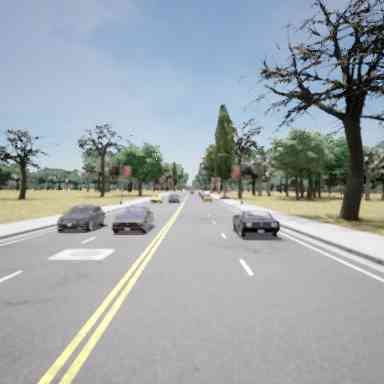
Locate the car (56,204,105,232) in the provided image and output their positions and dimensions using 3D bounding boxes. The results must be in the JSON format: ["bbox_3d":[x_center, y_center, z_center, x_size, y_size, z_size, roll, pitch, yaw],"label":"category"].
[{"bbox_3d":[-6.591,1.529,20.295,1.837,1.490,4.892,0,0,0],"label":"car"}]

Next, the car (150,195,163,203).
[{"bbox_3d":[-6.507,1.247,60.991,1.882,1.535,5.008,0,1,1],"label":"car"}]

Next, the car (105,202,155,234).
[{"bbox_3d":[-3.343,1.571,19.819,2.033,1.411,5.357,0,0,0],"label":"car"}]

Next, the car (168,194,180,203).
[{"bbox_3d":[-3.262,1.121,61.087,2.097,1.767,4.553,0,1,1],"label":"car"}]

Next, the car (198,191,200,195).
[{"bbox_3d":[3.289,0.908,89.905,1.801,1.575,5.366,0,1,0],"label":"car"}]

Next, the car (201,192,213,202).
[{"bbox_3d":[3.279,1.158,67.909,1.801,1.575,5.366,0,1,0],"label":"car"}]

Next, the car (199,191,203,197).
[{"bbox_3d":[3.284,1.096,78.718,1.837,1.490,4.892,0,1,0],"label":"car"}]

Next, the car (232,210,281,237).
[{"bbox_3d":[3.359,1.623,18.312,1.895,1.301,4.718,0,0,0],"label":"car"}]
